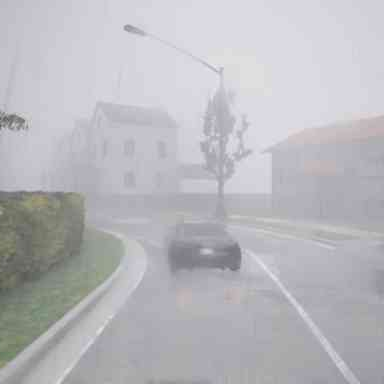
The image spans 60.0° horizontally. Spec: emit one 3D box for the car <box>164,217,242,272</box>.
[{"bbox_3d":[0.193,1.460,10.445,1.994,1.385,4.181,0,1,-6],"label":"car"}]
